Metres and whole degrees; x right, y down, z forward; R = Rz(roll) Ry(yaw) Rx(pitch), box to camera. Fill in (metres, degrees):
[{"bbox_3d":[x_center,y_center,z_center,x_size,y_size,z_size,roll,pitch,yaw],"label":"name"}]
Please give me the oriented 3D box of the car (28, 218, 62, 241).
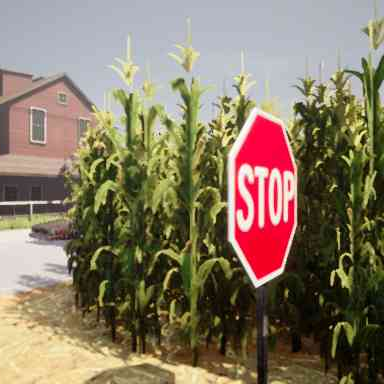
[{"bbox_3d":[-4.878,1.538,16.048,2.033,1.411,5.357,0,0,36],"label":"car"}]
